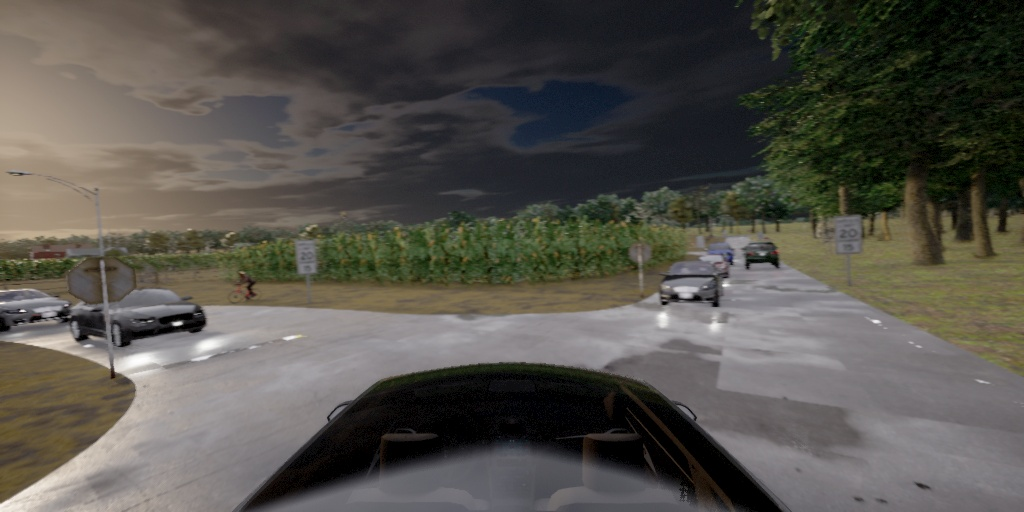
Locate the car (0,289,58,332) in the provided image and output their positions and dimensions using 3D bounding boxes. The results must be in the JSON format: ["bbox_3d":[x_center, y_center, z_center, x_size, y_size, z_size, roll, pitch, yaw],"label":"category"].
[{"bbox_3d":[-20.148,2.107,14.421,4.902,1.511,2.128,-3,2,15],"label":"car"}]

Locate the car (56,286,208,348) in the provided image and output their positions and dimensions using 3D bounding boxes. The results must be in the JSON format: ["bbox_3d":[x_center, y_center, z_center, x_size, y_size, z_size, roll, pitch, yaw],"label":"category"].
[{"bbox_3d":[-11.461,1.722,10.959,4.892,1.490,1.837,-2,2,25],"label":"car"}]

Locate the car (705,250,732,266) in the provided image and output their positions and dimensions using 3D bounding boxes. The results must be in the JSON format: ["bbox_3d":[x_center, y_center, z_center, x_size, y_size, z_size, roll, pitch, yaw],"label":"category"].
[{"bbox_3d":[12.633,0.609,22.731,1.812,1.442,4.674,-3,1,32],"label":"car"}]

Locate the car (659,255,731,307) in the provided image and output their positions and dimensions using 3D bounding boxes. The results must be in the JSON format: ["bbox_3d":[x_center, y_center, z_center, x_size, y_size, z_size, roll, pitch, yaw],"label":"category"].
[{"bbox_3d":[6.824,0.927,13.500,2.128,1.511,4.902,-3,0,32],"label":"car"}]

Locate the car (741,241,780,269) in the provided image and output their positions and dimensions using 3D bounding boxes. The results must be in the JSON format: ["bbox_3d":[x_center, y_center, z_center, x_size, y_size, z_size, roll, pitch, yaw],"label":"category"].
[{"bbox_3d":[19.640,-0.143,28.375,2.150,2.045,5.566,-3,1,32],"label":"car"}]

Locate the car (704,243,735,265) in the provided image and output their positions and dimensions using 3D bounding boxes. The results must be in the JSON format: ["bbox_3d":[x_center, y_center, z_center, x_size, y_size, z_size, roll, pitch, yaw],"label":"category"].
[{"bbox_3d":[19.618,-0.205,33.848,2.150,2.045,5.566,-3,1,32],"label":"car"}]

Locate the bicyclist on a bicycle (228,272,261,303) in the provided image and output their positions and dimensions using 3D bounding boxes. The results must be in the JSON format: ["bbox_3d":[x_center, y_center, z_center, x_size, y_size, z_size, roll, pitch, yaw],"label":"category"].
[{"bbox_3d":[-14.094,1.641,18.927,0.582,1.620,1.656,-2,0,21],"label":"bicyclist on a bicycle"}]
